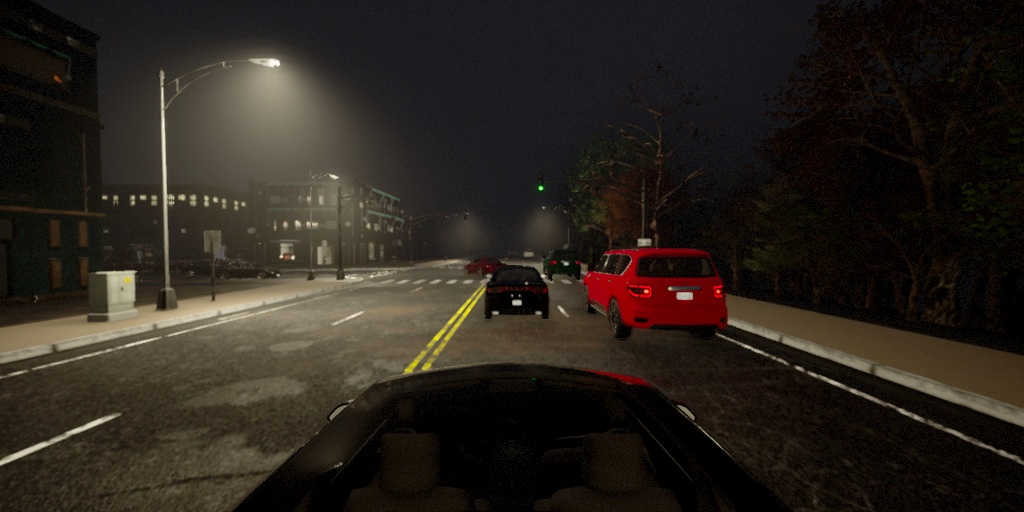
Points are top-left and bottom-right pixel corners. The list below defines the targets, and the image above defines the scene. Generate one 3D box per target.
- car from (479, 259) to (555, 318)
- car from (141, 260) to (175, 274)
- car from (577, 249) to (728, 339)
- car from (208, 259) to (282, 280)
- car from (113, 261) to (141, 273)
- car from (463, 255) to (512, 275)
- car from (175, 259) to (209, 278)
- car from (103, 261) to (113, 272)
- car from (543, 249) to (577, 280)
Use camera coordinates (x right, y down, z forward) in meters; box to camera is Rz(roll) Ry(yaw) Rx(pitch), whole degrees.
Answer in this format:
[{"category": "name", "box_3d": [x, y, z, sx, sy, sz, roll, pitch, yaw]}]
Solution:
[{"category": "car", "box_3d": [0.143, 1.041, 12.036, 1.882, 1.535, 5.008, 0, 1, 0]}, {"category": "car", "box_3d": [-33.665, 1.051, 35.701, 4.207, 1.307, 1.802, 0, 0, 0]}, {"category": "car", "box_3d": [3.395, 0.826, 9.665, 2.150, 2.045, 5.566, 0, 1, 1]}, {"category": "car", "box_3d": [-19.835, 1.112, 27.120, 4.313, 1.339, 1.948, 0, 0, 0]}, {"category": "car", "box_3d": [-39.199, 1.113, 35.734, 4.207, 1.307, 1.802, 0, 0, 0]}, {"category": "car", "box_3d": [-2.102, 0.815, 27.175, 1.812, 1.442, 4.674, 0, 1, -29]}, {"category": "car", "box_3d": [-24.542, 1.030, 29.841, 4.892, 1.490, 1.837, -1, 2, 0]}, {"category": "car", "box_3d": [-33.711, 1.143, 27.324, 4.097, 1.591, 1.967, 0, 0, 0]}, {"category": "car", "box_3d": [3.455, 0.543, 25.432, 2.150, 2.045, 5.566, 0, 1, 0]}]
